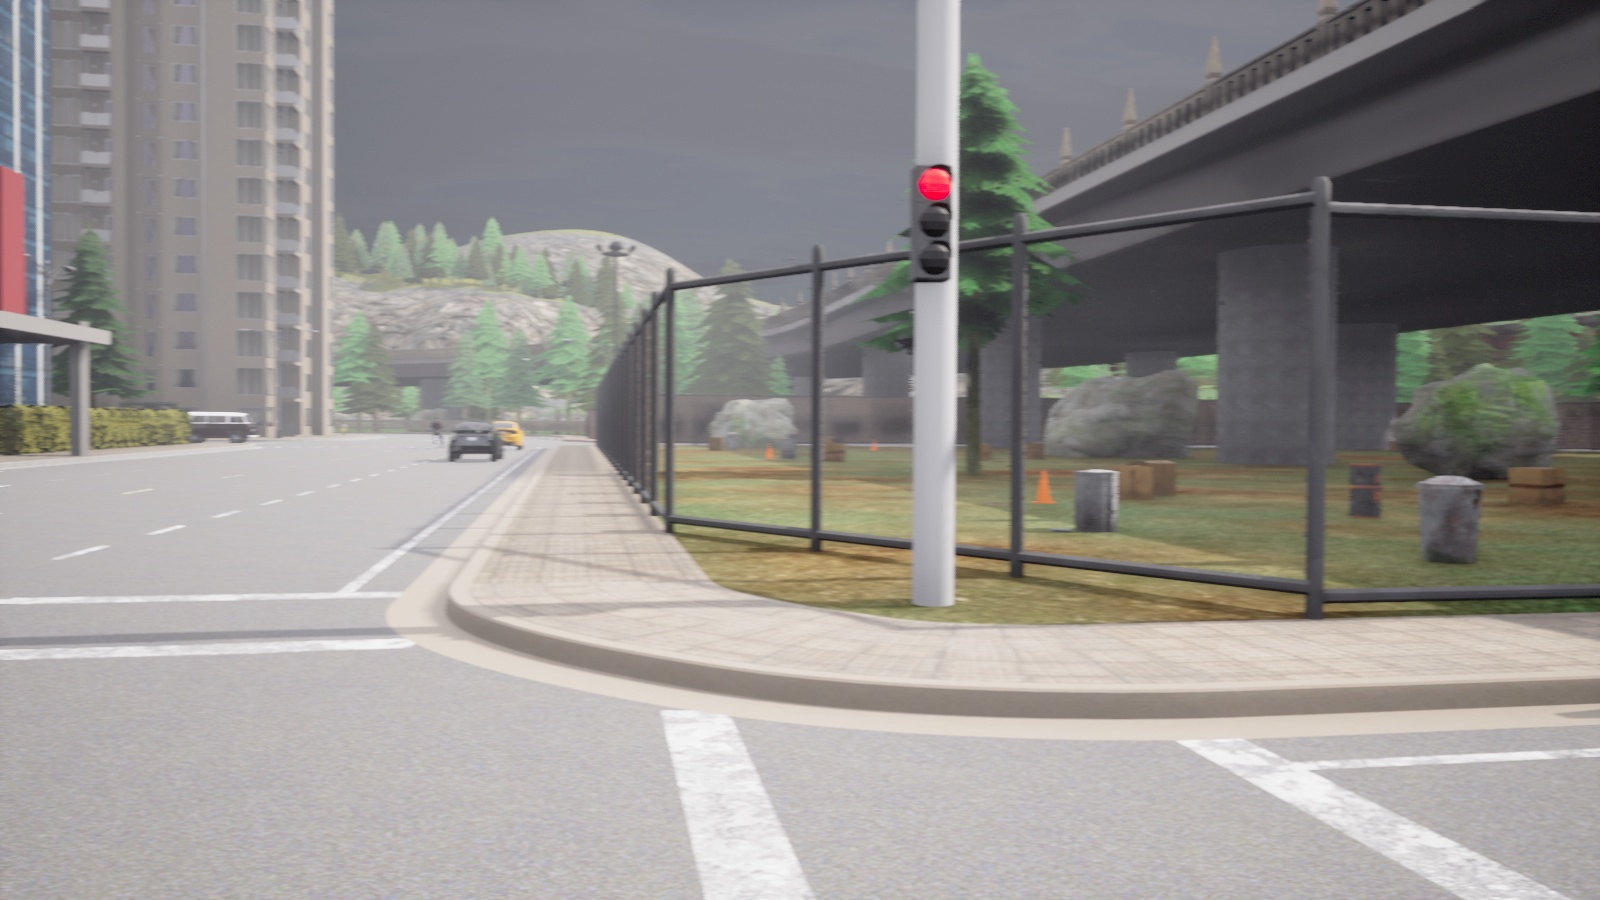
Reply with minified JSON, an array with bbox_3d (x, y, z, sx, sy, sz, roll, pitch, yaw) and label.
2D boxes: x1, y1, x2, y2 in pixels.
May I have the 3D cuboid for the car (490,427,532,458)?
[{"bbox_3d":[-15.346,-0.444,66.778,1.882,1.535,5.008,-1,1,-10],"label":"car"}]

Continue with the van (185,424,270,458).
[{"bbox_3d":[-36.356,-0.613,79.847,4.480,2.038,2.069,-1,1,-11],"label":"van"}]

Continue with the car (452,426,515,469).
[{"bbox_3d":[-12.148,-0.134,48.440,2.007,1.525,4.514,-1,1,-10],"label":"car"}]
